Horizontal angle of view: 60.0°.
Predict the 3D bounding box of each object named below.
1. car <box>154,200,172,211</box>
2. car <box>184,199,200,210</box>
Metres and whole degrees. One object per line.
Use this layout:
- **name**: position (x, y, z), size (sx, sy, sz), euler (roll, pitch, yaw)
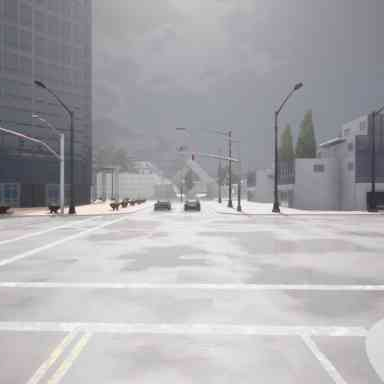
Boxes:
- **car**: position (-3.615, 1.601, 41.553), size (1.895, 1.301, 4.718), euler (0, 0, 0)
- **car**: position (0.049, 1.564, 42.620), size (1.994, 1.385, 4.181), euler (0, 0, 0)
